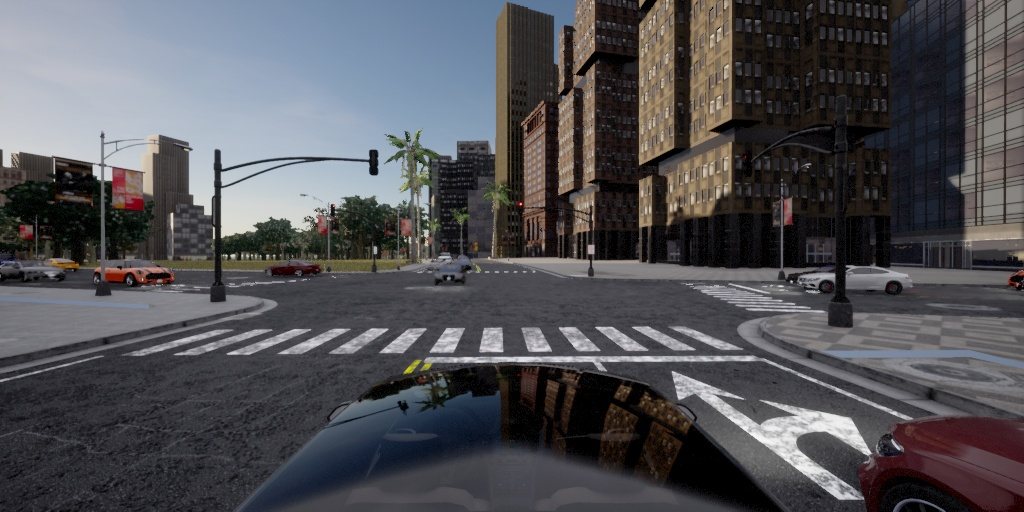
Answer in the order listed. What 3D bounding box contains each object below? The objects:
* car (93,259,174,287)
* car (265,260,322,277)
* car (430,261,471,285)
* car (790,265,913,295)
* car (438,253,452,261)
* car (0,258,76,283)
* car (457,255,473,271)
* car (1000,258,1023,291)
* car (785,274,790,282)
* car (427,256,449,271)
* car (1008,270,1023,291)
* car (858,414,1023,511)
[{"bbox_3d":[-24.574,1.004,23.357,4.553,1.767,2.097,0,0,15],"label":"car"},{"bbox_3d":[-19.844,1.095,32.522,5.008,1.535,1.882,0,1,11],"label":"car"},{"bbox_3d":[-4.157,1.236,24.873,1.994,1.385,4.181,0,0,-4],"label":"car"},{"bbox_3d":[18.159,1.219,19.169,4.674,1.442,1.812,0,0,15],"label":"car"},{"bbox_3d":[-11.159,0.462,59.790,2.150,2.045,5.566,0,1,-9],"label":"car"},{"bbox_3d":[-35.041,1.119,26.109,4.902,1.511,2.128,0,0,15],"label":"car"},{"bbox_3d":[-5.763,0.995,43.634,2.033,1.411,5.357,0,1,-7],"label":"car"},{"bbox_3d":[30.424,1.042,19.309,4.553,1.767,2.097,0,0,15],"label":"car"},{"bbox_3d":[20.211,1.228,22.025,5.357,1.411,2.033,0,0,12],"label":"car"},{"bbox_3d":[-9.009,1.053,43.048,1.895,1.301,4.718,0,1,-6],"label":"car"},{"bbox_3d":[27.178,1.263,16.806,4.181,1.385,1.994,0,0,14],"label":"car"},{"bbox_3d":[3.266,1.276,0.436,1.812,1.442,4.674,0,0,0],"label":"car"}]
